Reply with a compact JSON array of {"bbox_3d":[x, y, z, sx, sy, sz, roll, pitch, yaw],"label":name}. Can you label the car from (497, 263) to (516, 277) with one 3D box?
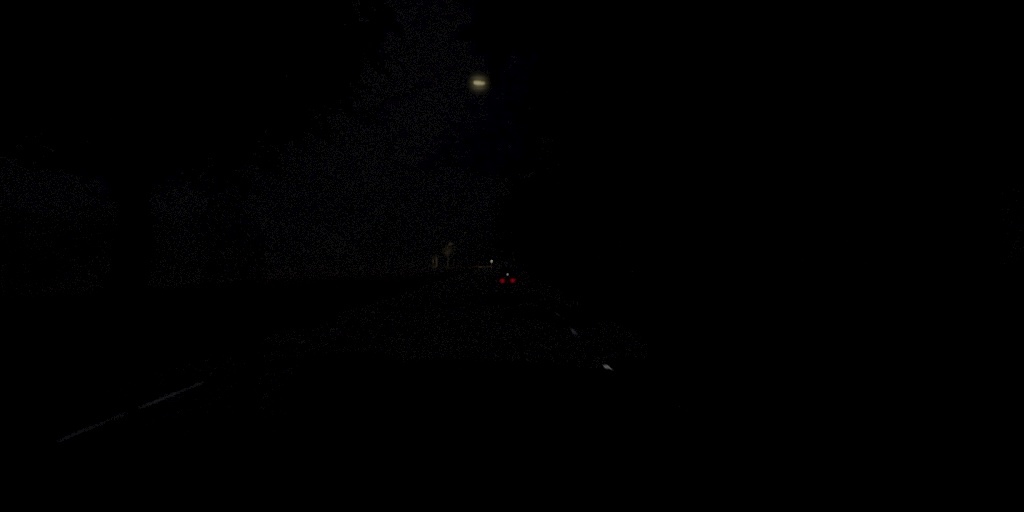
[{"bbox_3d":[-0.533,1.774,42.689,1.895,1.301,4.718,-1,-1,-1],"label":"car"}]
